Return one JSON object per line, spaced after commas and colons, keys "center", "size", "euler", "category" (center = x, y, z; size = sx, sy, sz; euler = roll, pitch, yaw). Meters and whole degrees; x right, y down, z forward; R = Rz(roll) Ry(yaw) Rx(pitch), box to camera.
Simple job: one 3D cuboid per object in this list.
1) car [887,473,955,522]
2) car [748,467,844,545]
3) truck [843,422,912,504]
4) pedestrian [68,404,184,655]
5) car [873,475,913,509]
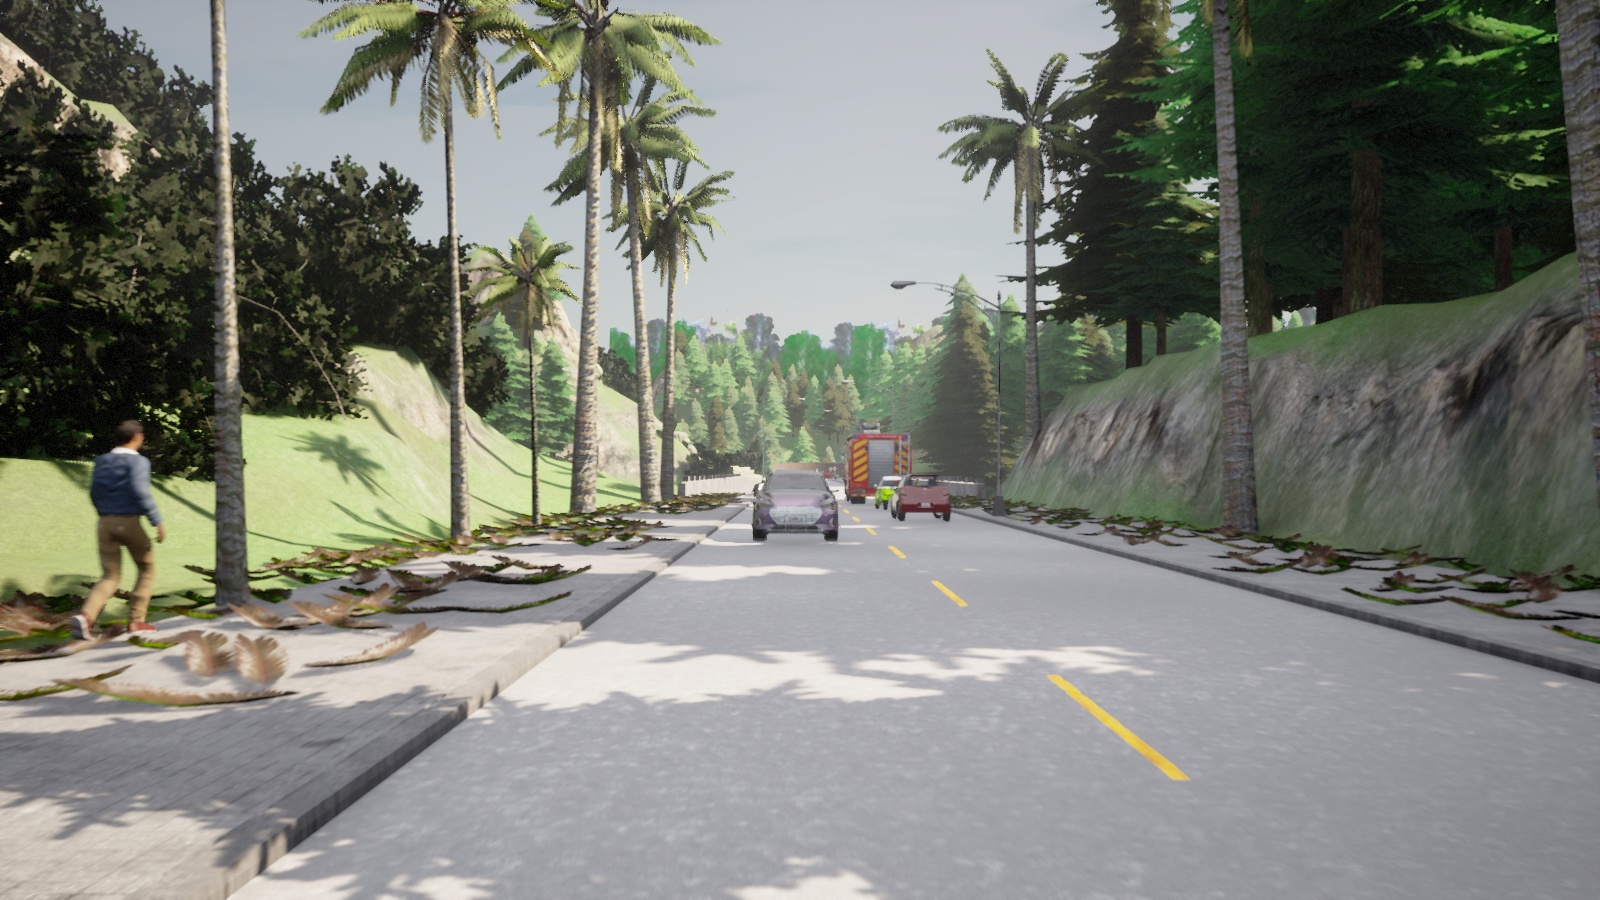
{"center": [3.868, 1.493, 40.617], "size": [1.845, 1.501, 3.633], "euler": [0, -1, 0], "category": "car"}
{"center": [-0.094, 1.235, 29.245], "size": [2.033, 1.649, 4.856], "euler": [0, -1, 0], "category": "car"}
{"center": [3.785, 0.691, 63.077], "size": [2.891, 3.827, 8.468], "euler": [0, -1, 0], "category": "truck"}
{"center": [-5.445, 0.626, 10.177], "size": [0.423, 1.949, 0.788], "euler": [0, -1, 11], "category": "pedestrian"}
{"center": [3.829, 1.722, 51.860], "size": [1.481, 1.376, 2.207], "euler": [0, -1, 0], "category": "car"}
